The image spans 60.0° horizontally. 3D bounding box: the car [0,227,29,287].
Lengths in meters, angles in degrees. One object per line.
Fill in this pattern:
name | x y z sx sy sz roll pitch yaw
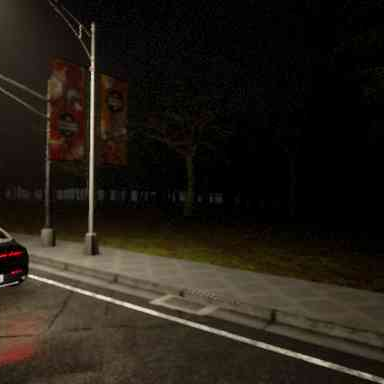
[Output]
car | -5.722 1.402 7.774 4.892 1.490 1.837 1 1 35
